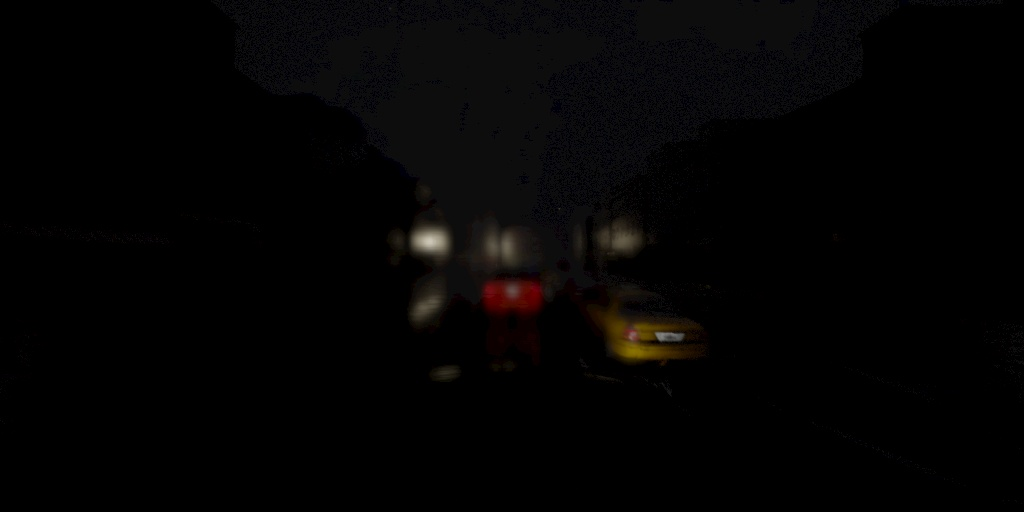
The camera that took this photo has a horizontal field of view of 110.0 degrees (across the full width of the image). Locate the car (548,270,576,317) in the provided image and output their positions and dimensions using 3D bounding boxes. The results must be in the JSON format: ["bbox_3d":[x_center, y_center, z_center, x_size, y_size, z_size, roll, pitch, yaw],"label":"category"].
[{"bbox_3d":[2.640,1.420,13.606,1.888,1.381,4.507,0,0,0],"label":"car"}]

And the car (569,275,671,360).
[{"bbox_3d":[2.639,1.342,8.302,1.751,1.417,4.829,0,0,0],"label":"car"}]

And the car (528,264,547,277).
[{"bbox_3d":[3.020,1.703,43.267,1.882,1.535,5.008,0,-1,0],"label":"car"}]

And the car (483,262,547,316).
[{"bbox_3d":[0.046,1.233,14.215,2.097,1.767,4.553,0,-1,1],"label":"car"}]

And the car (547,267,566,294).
[{"bbox_3d":[2.640,1.486,19.079,2.007,1.370,4.403,0,0,0],"label":"car"}]

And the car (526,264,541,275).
[{"bbox_3d":[3.029,1.845,50.266,1.812,1.442,4.674,0,-1,0],"label":"car"}]

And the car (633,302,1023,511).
[{"bbox_3d":[2.638,1.326,2.659,1.948,1.339,4.313,0,0,0],"label":"car"}]

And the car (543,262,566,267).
[{"bbox_3d":[2.641,1.311,24.553,2.192,1.841,5.009,0,0,0],"label":"car"}]
